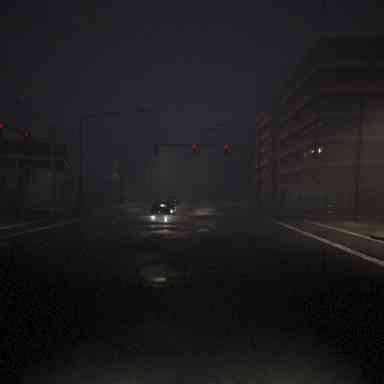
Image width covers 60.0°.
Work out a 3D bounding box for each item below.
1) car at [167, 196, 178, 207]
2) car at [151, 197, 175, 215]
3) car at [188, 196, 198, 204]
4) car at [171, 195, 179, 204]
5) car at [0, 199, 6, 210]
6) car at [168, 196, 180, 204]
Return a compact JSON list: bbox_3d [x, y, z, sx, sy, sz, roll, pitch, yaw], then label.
[{"bbox_3d":[-3.256,1.564,43.942,1.994,1.385,4.181,0,0,0],"label":"car"},{"bbox_3d":[-3.174,1.547,34.701,2.033,1.411,5.357,0,0,-1],"label":"car"},{"bbox_3d":[0.248,1.526,64.987,1.812,1.442,4.674,0,0,0],"label":"car"},{"bbox_3d":[-3.331,1.352,52.538,2.097,1.767,4.553,0,0,0],"label":"car"},{"bbox_3d":[-24.053,1.456,38.905,3.806,1.475,1.970,0,0,1],"label":"car"},{"bbox_3d":[-3.393,1.564,62.555,1.994,1.385,4.181,0,0,0],"label":"car"}]
